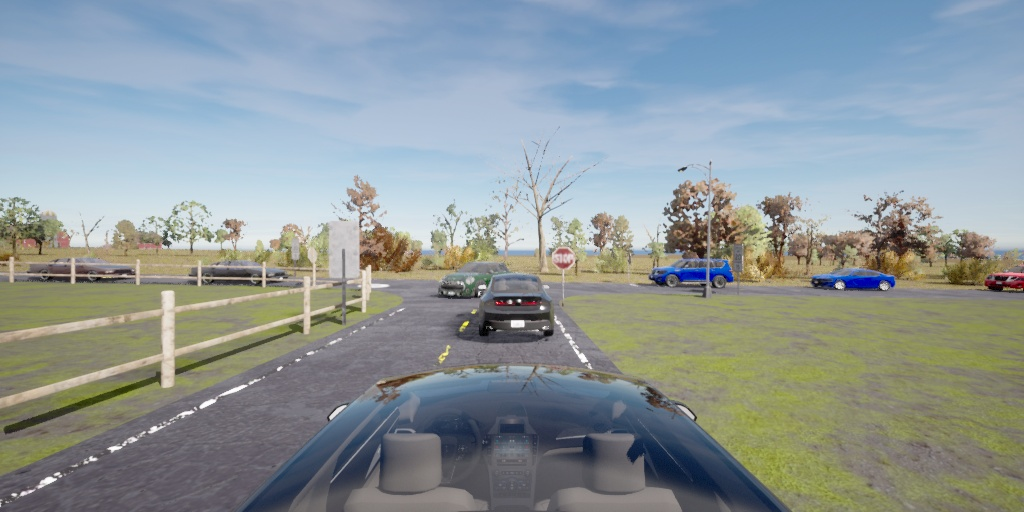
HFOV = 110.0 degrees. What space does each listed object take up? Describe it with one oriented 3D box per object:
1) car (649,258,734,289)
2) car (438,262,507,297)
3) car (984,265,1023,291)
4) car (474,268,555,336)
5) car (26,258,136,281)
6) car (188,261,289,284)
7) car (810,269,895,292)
[{"bbox_3d":[12.829,1.197,25.790,5.566,2.045,2.150,1,1,0],"label":"car"},{"bbox_3d":[-1.695,1.095,18.139,2.097,1.767,4.553,0,0,28],"label":"car"},{"bbox_3d":[37.679,1.634,25.679,5.566,2.045,2.150,1,1,0],"label":"car"},{"bbox_3d":[0.076,1.251,10.339,1.837,1.490,4.892,0,0,-1],"label":"car"},{"bbox_3d":[-27.495,0.814,22.987,5.357,1.411,2.033,1,1,0],"label":"car"},{"bbox_3d":[-17.427,1.006,22.953,5.357,1.411,2.033,1,1,0],"label":"car"},{"bbox_3d":[24.368,1.659,25.740,5.008,1.535,1.882,1,1,0],"label":"car"}]
